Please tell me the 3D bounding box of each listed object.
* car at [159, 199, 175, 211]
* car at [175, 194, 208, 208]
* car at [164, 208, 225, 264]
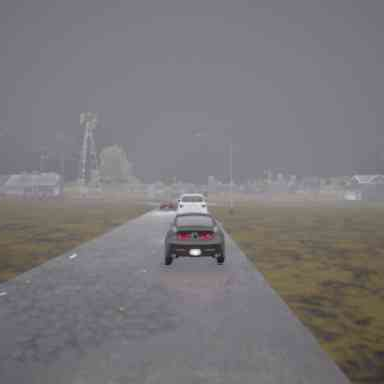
[{"bbox_3d":[-2.818,1.507,39.662,1.895,1.301,4.718,0,0,0],"label":"car"},{"bbox_3d":[0.058,1.169,26.690,2.150,2.045,5.566,0,0,0],"label":"car"},{"bbox_3d":[0.066,1.484,11.720,1.837,1.490,4.892,0,-1,-1],"label":"car"}]
